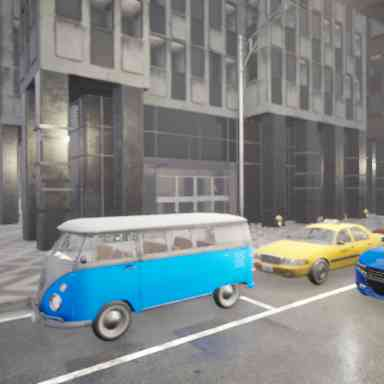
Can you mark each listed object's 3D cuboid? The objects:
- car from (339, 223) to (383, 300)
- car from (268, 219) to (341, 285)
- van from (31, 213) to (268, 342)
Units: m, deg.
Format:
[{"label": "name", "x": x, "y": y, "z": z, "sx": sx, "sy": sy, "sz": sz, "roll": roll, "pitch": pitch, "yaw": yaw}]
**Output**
[{"label": "car", "x": 5.581, "y": 1.426, "z": 7.353, "sx": 5.008, "sy": 1.535, "sz": 1.882, "roll": 0, "pitch": 0, "yaw": -35}, {"label": "car", "x": 3.764, "y": 1.476, "z": 9.329, "sx": 4.829, "sy": 1.417, "sz": 1.752, "roll": 0, "pitch": 0, "yaw": -35}, {"label": "van", "x": -0.662, "y": 1.324, "z": 6.177, "sx": 3.998, "sy": 1.788, "sz": 1.690, "roll": 0, "pitch": 0, "yaw": -35}]
